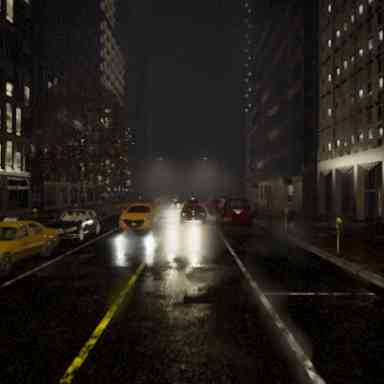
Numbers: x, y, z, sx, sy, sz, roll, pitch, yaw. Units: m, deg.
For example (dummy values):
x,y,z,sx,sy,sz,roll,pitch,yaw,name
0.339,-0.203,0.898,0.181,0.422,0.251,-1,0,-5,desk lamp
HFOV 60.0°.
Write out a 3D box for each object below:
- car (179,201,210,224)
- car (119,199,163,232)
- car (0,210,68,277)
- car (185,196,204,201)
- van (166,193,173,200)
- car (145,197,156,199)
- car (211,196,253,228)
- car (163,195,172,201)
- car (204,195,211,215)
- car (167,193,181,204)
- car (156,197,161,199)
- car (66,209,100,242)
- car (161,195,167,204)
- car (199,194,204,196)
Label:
x,y,z,sx,sy,sz,roll,pitch,yaw,name
0.093,1.561,24.715,1.895,1.301,4.718,0,0,0,car
-3.107,1.446,20.302,1.882,1.535,5.008,0,0,0,car
-5.691,1.510,10.196,1.752,1.417,4.829,0,0,0,car
0.087,1.493,41.543,1.994,1.385,4.181,0,0,0,car
-5.713,1.166,84.367,1.690,1.788,3.998,0,0,0,van
-5.699,1.485,38.829,2.008,1.369,4.403,0,0,0,car
2.688,1.281,21.743,2.192,1.841,5.009,0,0,0,car
-5.712,1.384,78.675,1.887,1.381,4.507,0,0,0,car
2.684,1.261,33.127,2.192,1.841,5.009,0,0,0,car
-3.048,1.373,62.610,2.128,1.511,4.902,0,0,1,car
-5.701,1.488,44.522,1.947,1.339,4.313,0,0,0,car
-5.693,1.526,16.060,2.008,1.369,4.403,0,0,0,car
-5.705,1.478,55.904,1.802,1.307,4.206,0,0,0,car
2.670,1.421,72.972,1.947,1.339,4.313,0,0,0,car
